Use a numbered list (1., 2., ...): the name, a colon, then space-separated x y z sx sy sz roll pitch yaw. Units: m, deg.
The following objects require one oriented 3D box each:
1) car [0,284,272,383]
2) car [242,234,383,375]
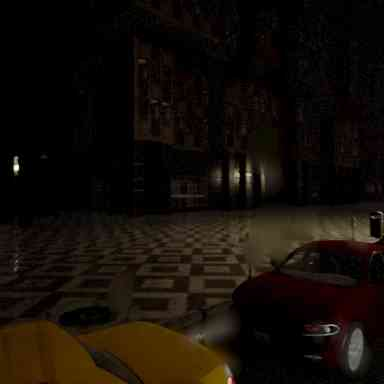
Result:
1. car: -1.723 1.523 1.603 4.829 1.417 1.752 0 0 -44
2. car: 2.473 1.546 5.674 4.507 1.381 1.887 0 0 -44
